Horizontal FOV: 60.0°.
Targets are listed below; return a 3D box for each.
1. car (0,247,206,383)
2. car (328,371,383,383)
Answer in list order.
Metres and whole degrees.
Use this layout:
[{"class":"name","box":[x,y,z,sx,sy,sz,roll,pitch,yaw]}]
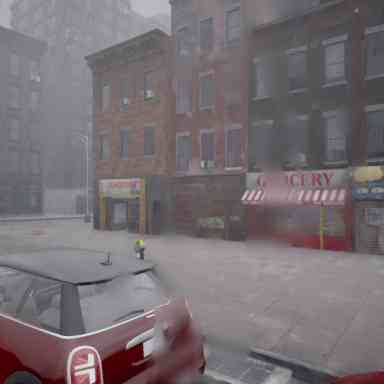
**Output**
[{"class":"car","box":[-1.929,1.441,4.219,4.097,1.590,1.967,0,0,36]},{"class":"car","box":[2.533,1.544,0.998,4.507,1.381,1.887,0,0,36]}]
